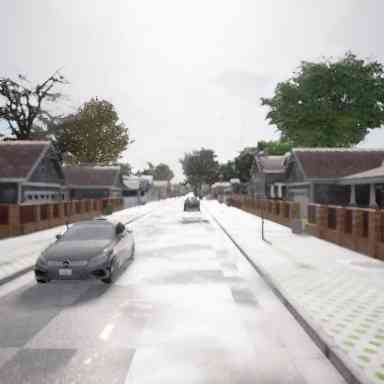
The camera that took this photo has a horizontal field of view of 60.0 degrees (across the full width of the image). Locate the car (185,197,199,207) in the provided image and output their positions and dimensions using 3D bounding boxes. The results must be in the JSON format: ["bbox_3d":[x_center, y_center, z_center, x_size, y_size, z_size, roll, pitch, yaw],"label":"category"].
[{"bbox_3d":[-0.011,1.553,52.040,2.128,1.511,4.902,0,0,0],"label":"car"}]

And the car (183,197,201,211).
[{"bbox_3d":[-0.008,1.400,41.946,2.097,1.767,4.553,0,0,0],"label":"car"}]

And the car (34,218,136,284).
[{"bbox_3d":[-2.835,1.549,9.803,1.812,1.442,4.674,0,0,0],"label":"car"}]
